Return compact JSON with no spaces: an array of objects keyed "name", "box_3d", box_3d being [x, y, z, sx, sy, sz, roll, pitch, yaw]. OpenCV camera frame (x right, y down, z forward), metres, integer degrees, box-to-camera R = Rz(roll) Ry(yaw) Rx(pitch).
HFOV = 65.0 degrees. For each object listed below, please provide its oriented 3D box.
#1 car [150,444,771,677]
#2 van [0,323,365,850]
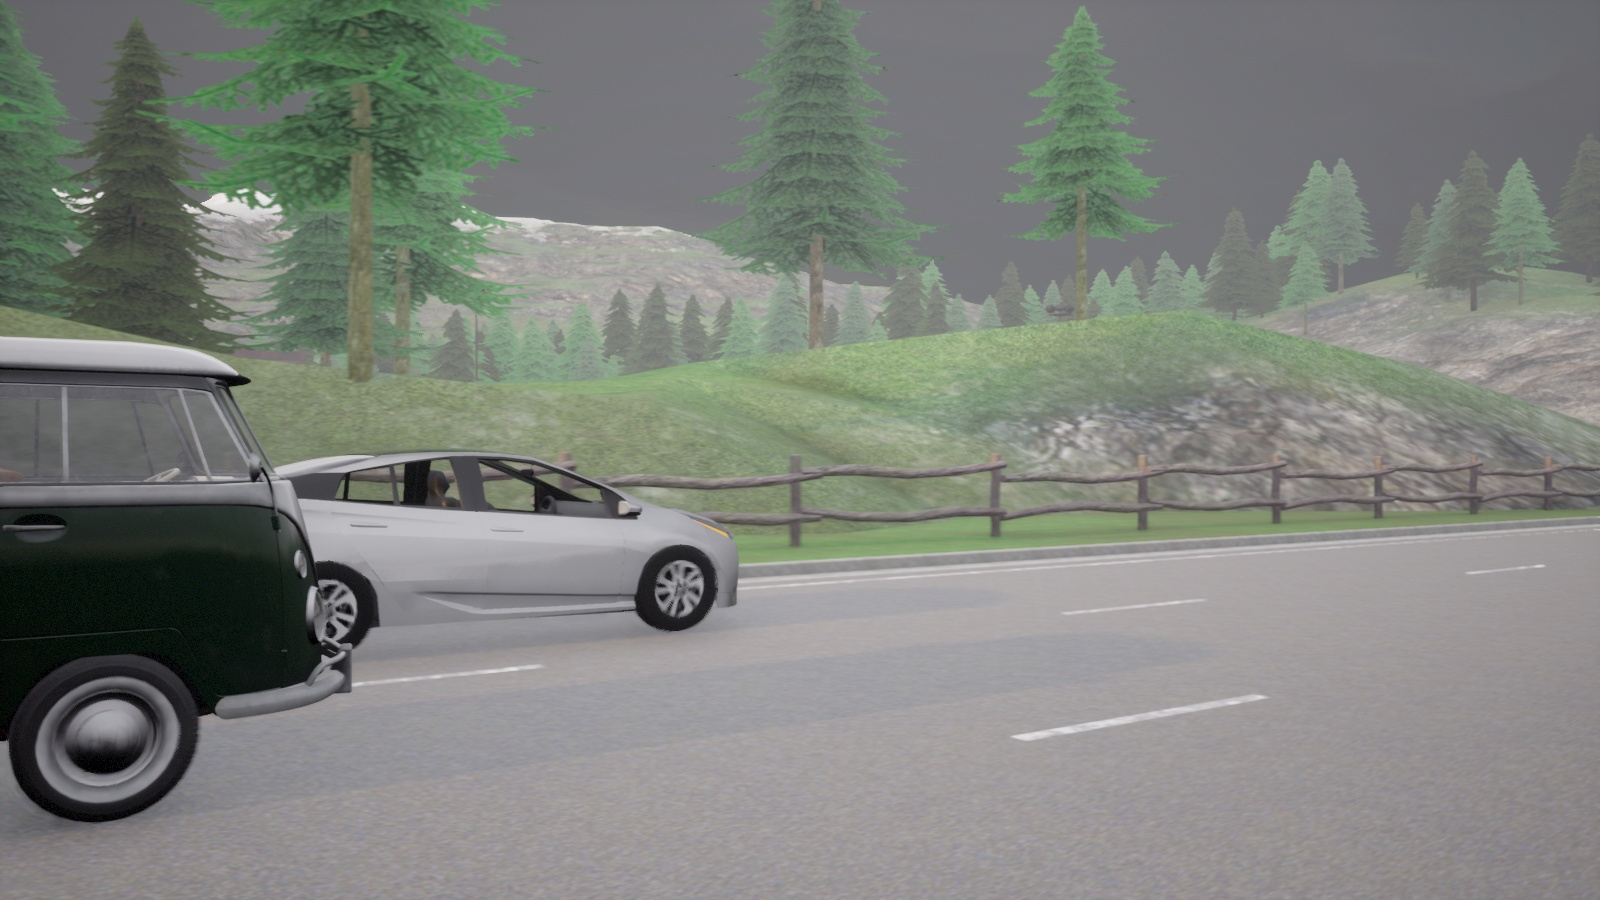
[{"name":"car","box_3d":[-2.678,0.729,10.323,4.514,1.525,2.007,0,0,-35]},{"name":"van","box_3d":[-4.240,0.518,4.973,4.442,1.987,1.775,0,0,-35]}]
